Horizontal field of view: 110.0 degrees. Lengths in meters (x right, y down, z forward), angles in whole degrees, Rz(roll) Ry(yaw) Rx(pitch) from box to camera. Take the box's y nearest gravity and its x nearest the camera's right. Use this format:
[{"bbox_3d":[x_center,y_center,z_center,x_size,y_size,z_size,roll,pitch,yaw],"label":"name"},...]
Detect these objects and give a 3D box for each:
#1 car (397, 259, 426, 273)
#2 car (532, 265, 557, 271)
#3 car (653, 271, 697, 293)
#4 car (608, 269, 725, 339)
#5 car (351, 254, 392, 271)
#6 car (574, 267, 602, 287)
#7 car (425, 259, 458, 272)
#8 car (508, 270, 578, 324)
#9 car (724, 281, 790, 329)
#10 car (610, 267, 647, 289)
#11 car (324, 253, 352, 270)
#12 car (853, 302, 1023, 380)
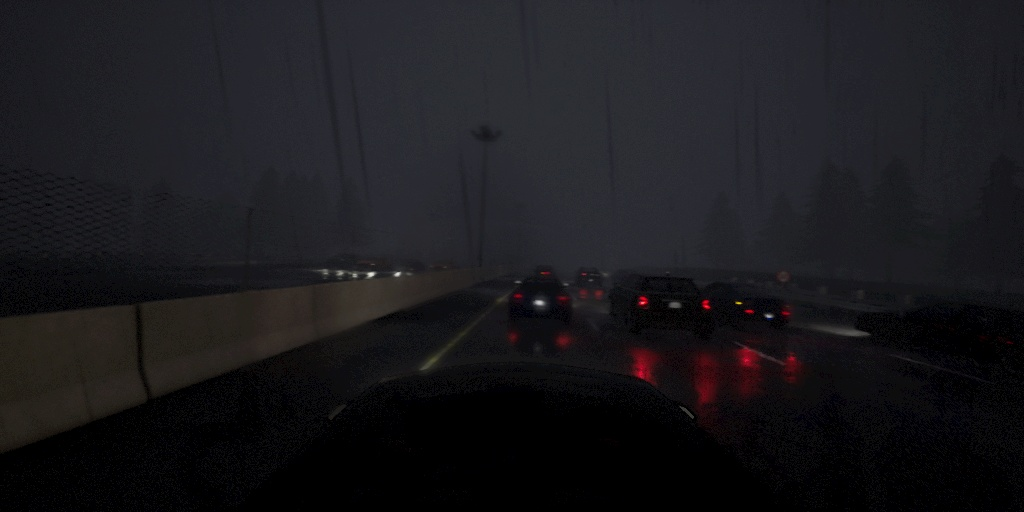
[{"bbox_3d":[-10.634,1.014,38.273,1.994,1.385,4.181,3,-1,6],"label":"car"},{"bbox_3d":[2.696,1.511,29.744,1.837,1.490,4.892,3,-1,6],"label":"car"},{"bbox_3d":[13.188,2.066,29.307,1.994,1.385,4.181,3,-1,6],"label":"car"},{"bbox_3d":[4.427,1.309,11.375,2.097,1.767,4.553,3,0,6],"label":"car"},{"bbox_3d":[-14.243,0.746,37.355,1.882,1.535,5.008,3,-1,6],"label":"car"},{"bbox_3d":[6.169,1.660,29.346,2.128,1.511,4.902,3,-1,6],"label":"car"},{"bbox_3d":[-7.145,1.093,37.983,1.882,1.535,5.008,3,-1,6],"label":"car"},{"bbox_3d":[1.010,1.363,12.457,1.994,1.385,4.181,3,0,6],"label":"car"},{"bbox_3d":[8.102,1.662,13.276,1.812,1.442,4.674,3,0,5],"label":"car"},{"bbox_3d":[9.809,1.831,30.651,1.882,1.535,5.008,3,-1,6],"label":"car"},{"bbox_3d":[-17.694,0.460,37.925,2.097,1.767,4.553,3,0,6],"label":"car"},{"bbox_3d":[11.154,1.813,8.403,2.033,1.411,5.357,3,0,6],"label":"car"}]
